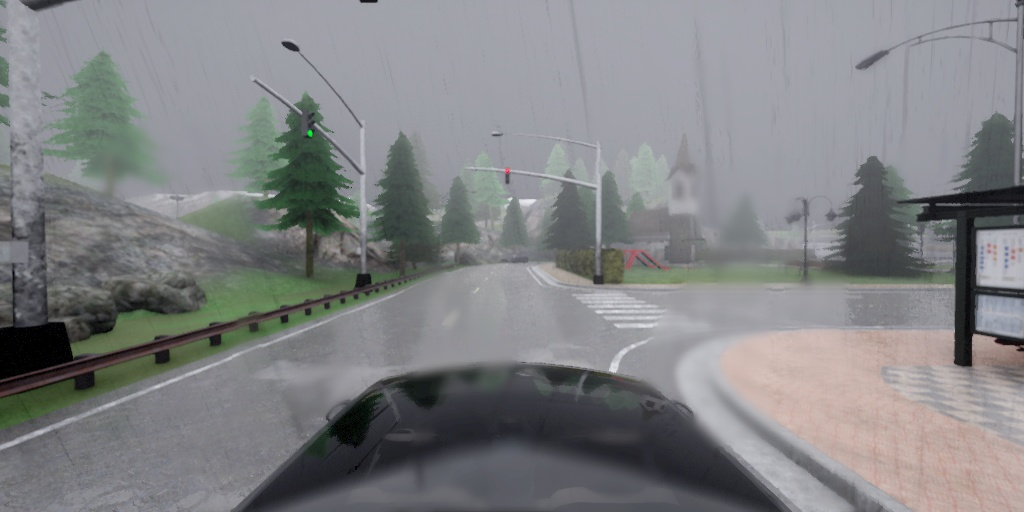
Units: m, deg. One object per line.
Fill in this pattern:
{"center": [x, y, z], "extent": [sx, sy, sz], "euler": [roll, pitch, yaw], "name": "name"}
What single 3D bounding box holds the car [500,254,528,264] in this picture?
{"center": [0.421, 0.443, 53.246], "extent": [2.033, 1.411, 5.357], "euler": [1, 1, 35], "name": "car"}
